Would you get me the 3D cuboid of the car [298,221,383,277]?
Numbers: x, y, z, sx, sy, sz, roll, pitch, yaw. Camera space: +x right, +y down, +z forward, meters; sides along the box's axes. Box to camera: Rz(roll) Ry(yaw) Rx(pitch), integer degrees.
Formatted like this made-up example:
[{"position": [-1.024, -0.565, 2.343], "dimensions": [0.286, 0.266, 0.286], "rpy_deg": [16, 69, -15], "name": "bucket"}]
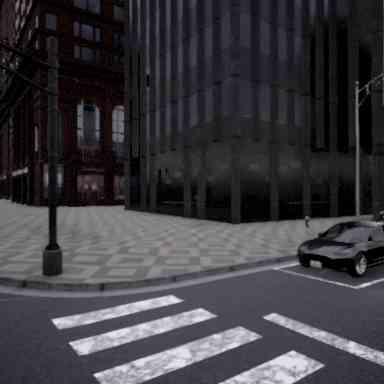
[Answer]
[{"position": [5.145, 1.590, 10.299], "dimensions": [4.313, 1.339, 1.947], "rpy_deg": [0, 0, -35], "name": "car"}]
